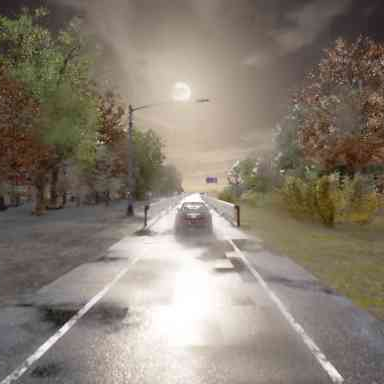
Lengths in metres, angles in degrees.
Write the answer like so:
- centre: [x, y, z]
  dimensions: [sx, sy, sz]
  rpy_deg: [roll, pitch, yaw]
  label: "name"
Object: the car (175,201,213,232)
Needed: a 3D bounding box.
- centre: [0.096, 1.346, 20.189]
  dimensions: [2.097, 1.767, 4.553]
  rpy_deg: [0, 0, 0]
  label: "car"
